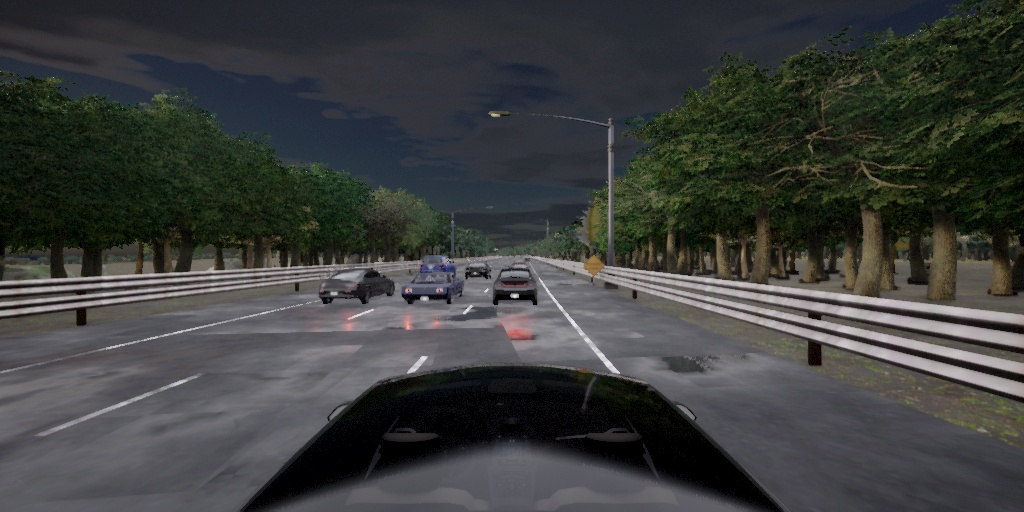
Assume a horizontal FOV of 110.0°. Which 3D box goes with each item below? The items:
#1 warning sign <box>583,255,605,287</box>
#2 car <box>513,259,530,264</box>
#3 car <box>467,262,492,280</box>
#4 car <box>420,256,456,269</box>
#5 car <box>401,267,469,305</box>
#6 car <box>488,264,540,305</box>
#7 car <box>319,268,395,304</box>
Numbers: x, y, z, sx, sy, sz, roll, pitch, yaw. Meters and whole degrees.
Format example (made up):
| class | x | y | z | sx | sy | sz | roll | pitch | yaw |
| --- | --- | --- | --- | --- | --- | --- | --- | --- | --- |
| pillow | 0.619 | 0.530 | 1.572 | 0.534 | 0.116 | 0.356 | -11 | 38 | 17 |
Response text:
| class | x | y | z | sx | sy | sz | roll | pitch | yaw |
| --- | --- | --- | --- | --- | --- | --- | --- | --- | --- |
| warning sign | 4.865 | 0.863 | 21.326 | 1.300 | 1.860 | 1.060 | 0 | 0 | 2 |
| car | 0.650 | 1.274 | 30.889 | 1.812 | 1.442 | 4.674 | 0 | 0 | 2 |
| car | -2.848 | 1.226 | 31.014 | 1.882 | 1.535 | 5.008 | 0 | 0 | 2 |
| car | -6.345 | 0.998 | 31.169 | 2.150 | 2.045 | 5.566 | 0 | 0 | 2 |
| car | -3.331 | 1.365 | 16.119 | 1.895 | 1.301 | 4.718 | 0 | 0 | 1 |
| car | 0.168 | 1.265 | 16.008 | 1.837 | 1.490 | 4.892 | 0 | 0 | 1 |
| car | -6.831 | 1.281 | 16.169 | 1.812 | 1.442 | 4.674 | 0 | 0 | 1 |
